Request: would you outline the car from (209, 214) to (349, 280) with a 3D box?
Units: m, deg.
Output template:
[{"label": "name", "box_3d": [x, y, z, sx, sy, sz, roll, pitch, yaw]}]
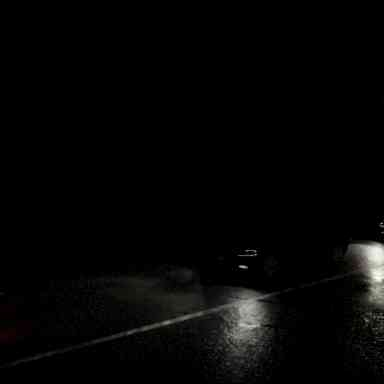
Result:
[{"label": "car", "box_3d": [2.777, 1.470, 10.152, 5.008, 1.535, 1.882, 0, 0, -36]}]

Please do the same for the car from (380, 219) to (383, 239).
[{"label": "car", "box_3d": [10.936, 1.461, 15.977, 5.008, 1.535, 1.882, 0, 0, -36]}]
